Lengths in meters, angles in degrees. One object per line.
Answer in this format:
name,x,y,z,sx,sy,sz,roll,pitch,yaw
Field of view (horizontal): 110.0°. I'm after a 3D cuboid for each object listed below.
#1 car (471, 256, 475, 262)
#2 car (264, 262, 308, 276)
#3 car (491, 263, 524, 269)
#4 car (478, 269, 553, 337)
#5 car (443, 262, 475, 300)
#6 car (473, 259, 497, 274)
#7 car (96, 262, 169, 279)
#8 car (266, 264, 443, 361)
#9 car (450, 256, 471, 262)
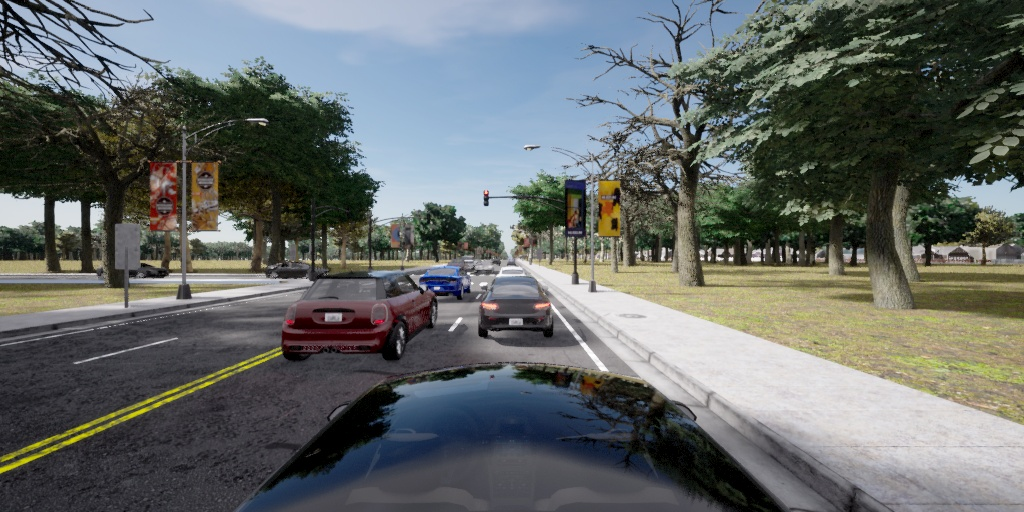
car,-6.692,0.994,54.293,2.150,2.045,5.566,0,0,-1
car,-17.938,1.245,30.055,4.892,1.490,1.837,0,0,-1
car,0.033,1.279,19.257,1.812,1.442,4.674,0,0,0
car,0.086,1.276,10.154,1.812,1.442,4.674,0,0,0
car,-3.179,1.230,17.778,1.882,1.535,5.008,0,0,1
car,-3.100,1.363,41.743,1.895,1.301,4.718,0,0,0
car,-31.616,1.228,29.969,4.892,1.490,1.837,0,0,0
car,-3.162,1.103,8.450,2.097,1.767,4.553,0,0,0
car,-6.673,1.116,43.611,2.097,1.767,4.553,0,0,0
